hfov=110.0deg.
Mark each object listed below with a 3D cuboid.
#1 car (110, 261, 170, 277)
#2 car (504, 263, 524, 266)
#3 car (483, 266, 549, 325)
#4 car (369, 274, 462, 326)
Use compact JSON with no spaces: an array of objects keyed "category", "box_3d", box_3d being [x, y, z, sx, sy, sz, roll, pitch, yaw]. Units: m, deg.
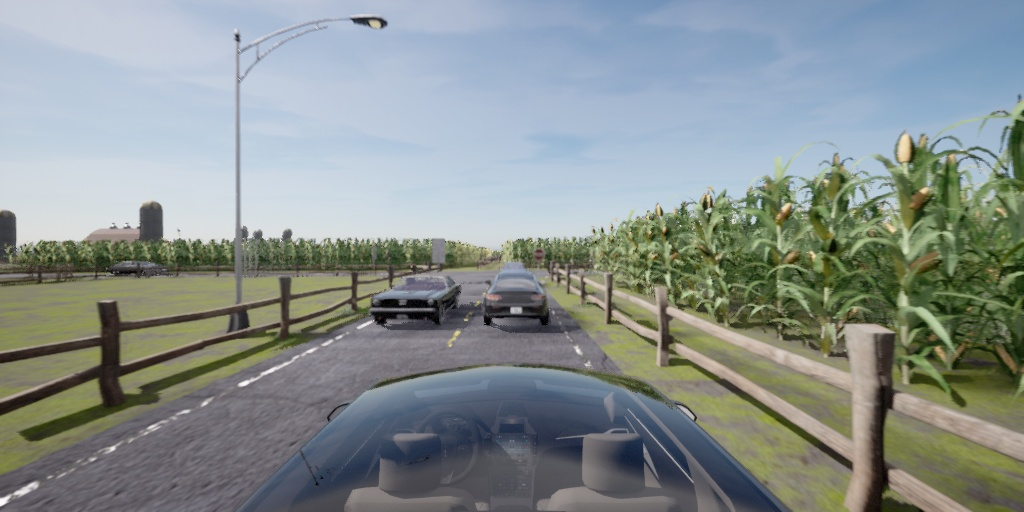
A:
[{"category":"car","box_3d":[-37.336,1.266,36.043,4.902,1.511,2.128,0,1,0]},{"category":"car","box_3d":[0.134,1.127,23.210,2.033,1.411,5.357,0,0,1]},{"category":"car","box_3d":[0.109,1.199,11.370,1.812,1.442,4.674,0,0,0]},{"category":"car","box_3d":[-2.840,1.272,11.532,1.895,1.301,4.718,0,0,0]}]
